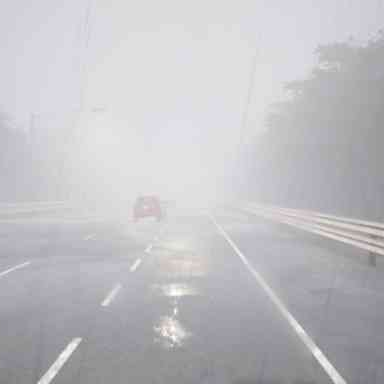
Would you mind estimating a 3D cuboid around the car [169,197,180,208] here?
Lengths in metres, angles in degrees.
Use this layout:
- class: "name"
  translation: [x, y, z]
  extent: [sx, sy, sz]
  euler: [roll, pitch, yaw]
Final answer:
- class: "car"
  translation: [-3.349, 1.728, 51.923]
  extent: [1.882, 1.535, 5.008]
  euler: [0, 0, 0]

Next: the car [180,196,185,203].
- class: "car"
  translation: [-3.153, 1.957, 79.094]
  extent: [1.812, 1.442, 4.674]
  euler: [0, 0, 1]

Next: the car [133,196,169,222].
- class: "car"
  translation: [-3.457, 1.322, 27.681]
  extent: [2.150, 2.045, 5.566]
  euler: [0, 0, 0]
